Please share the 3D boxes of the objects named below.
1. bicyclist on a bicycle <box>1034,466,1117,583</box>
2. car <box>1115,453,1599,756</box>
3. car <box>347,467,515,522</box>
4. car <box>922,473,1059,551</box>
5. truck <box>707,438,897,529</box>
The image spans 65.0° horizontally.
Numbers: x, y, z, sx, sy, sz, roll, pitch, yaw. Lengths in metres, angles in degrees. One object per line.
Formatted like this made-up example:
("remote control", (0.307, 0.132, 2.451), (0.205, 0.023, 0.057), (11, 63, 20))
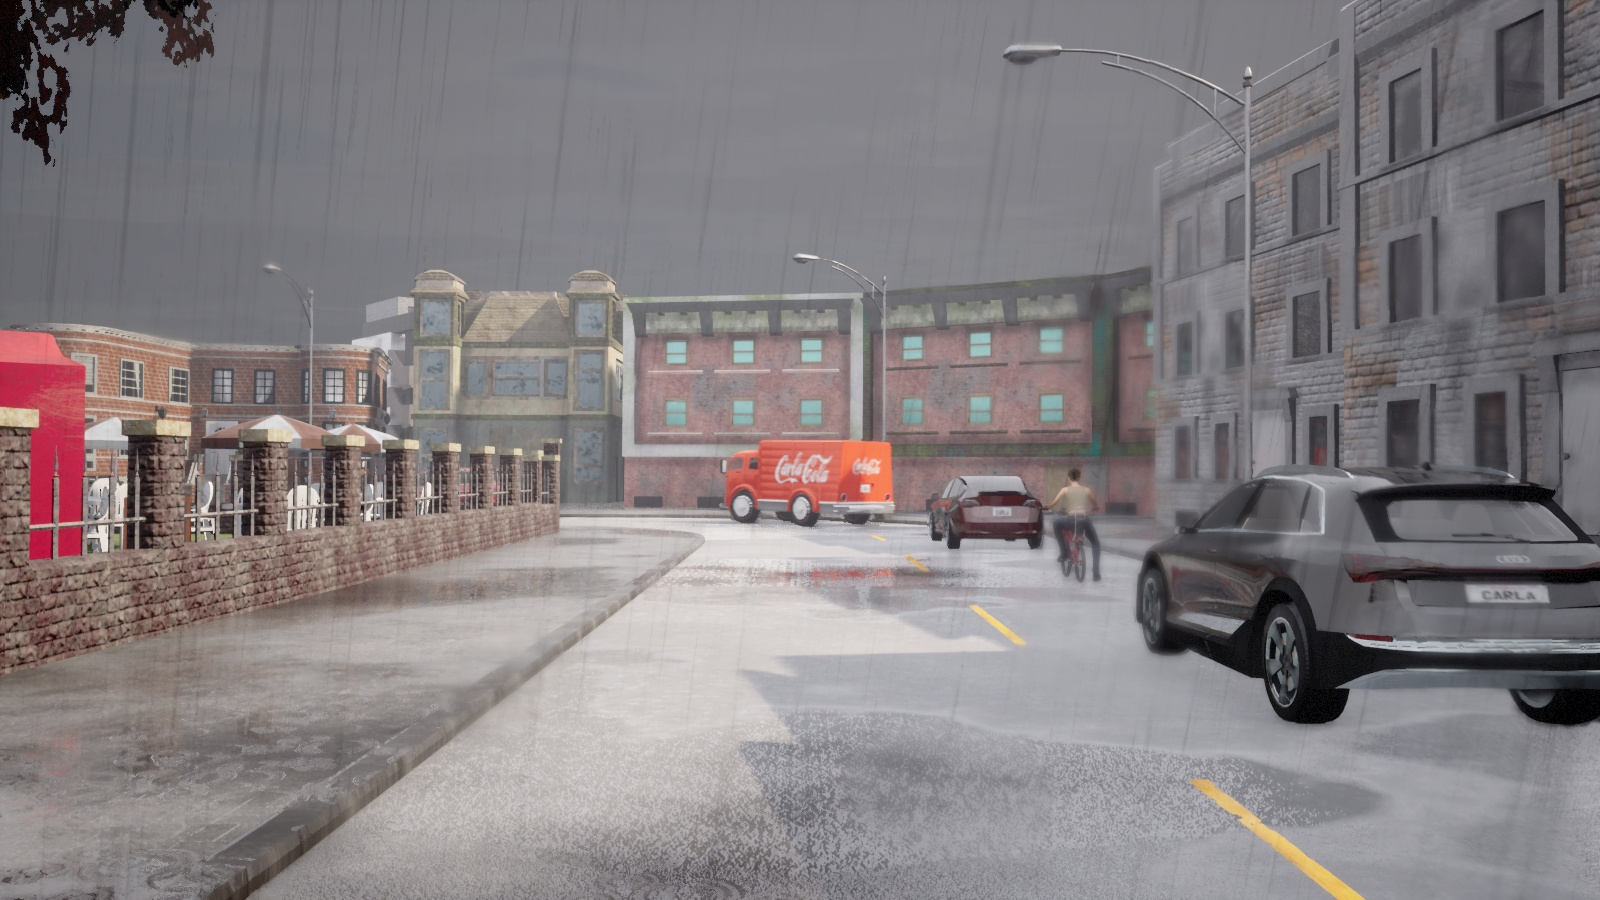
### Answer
("bicyclist on a bicycle", (3.954, 1.039, 18.148), (0.866, 1.612, 1.509), (0, -1, 0))
("car", (3.980, 0.885, 9.315), (2.033, 1.649, 4.856), (0, -1, 0))
("car", (-11.518, 1.366, 39.461), (4.611, 1.667, 2.242), (0, -1, 1))
("car", (3.940, 1.249, 26.855), (2.163, 1.488, 4.792), (0, -1, 0))
("truck", (-0.007, 0.956, 36.905), (5.204, 2.467, 2.627), (0, -1, 45))
